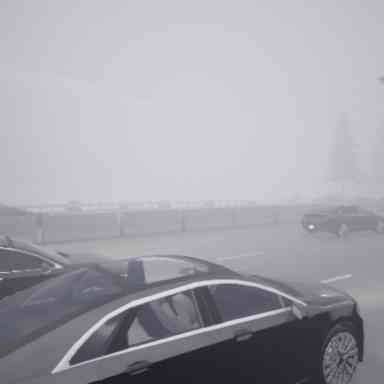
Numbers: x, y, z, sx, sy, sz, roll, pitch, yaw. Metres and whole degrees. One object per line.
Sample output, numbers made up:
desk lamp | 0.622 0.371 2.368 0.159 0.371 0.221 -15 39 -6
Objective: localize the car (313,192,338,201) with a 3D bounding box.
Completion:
car | 18.656 0.902 45.138 4.553 1.767 2.097 -1 0 -21

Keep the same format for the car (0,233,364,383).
car | -0.088 1.467 3.558 4.902 1.511 2.128 -1 0 -35

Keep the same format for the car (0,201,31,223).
car | -14.534 1.472 23.624 5.357 1.411 2.033 -1 1 -35

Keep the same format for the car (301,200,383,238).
car | 7.607 1.335 16.542 4.892 1.490 1.837 -1 0 -30

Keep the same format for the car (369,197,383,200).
car | 24.106 1.059 39.762 4.892 1.490 1.837 0 0 -20

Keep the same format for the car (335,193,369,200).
car | 21.096 1.155 42.386 4.718 1.301 1.895 -1 0 -21

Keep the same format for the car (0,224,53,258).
car | -3.411 1.488 5.504 4.892 1.490 1.837 -1 0 -35

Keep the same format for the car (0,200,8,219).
car | -17.129 1.450 26.035 4.674 1.442 1.812 -1 0 -34

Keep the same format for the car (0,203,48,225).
car | -10.543 1.488 17.874 5.357 1.411 2.033 -1 0 -34
